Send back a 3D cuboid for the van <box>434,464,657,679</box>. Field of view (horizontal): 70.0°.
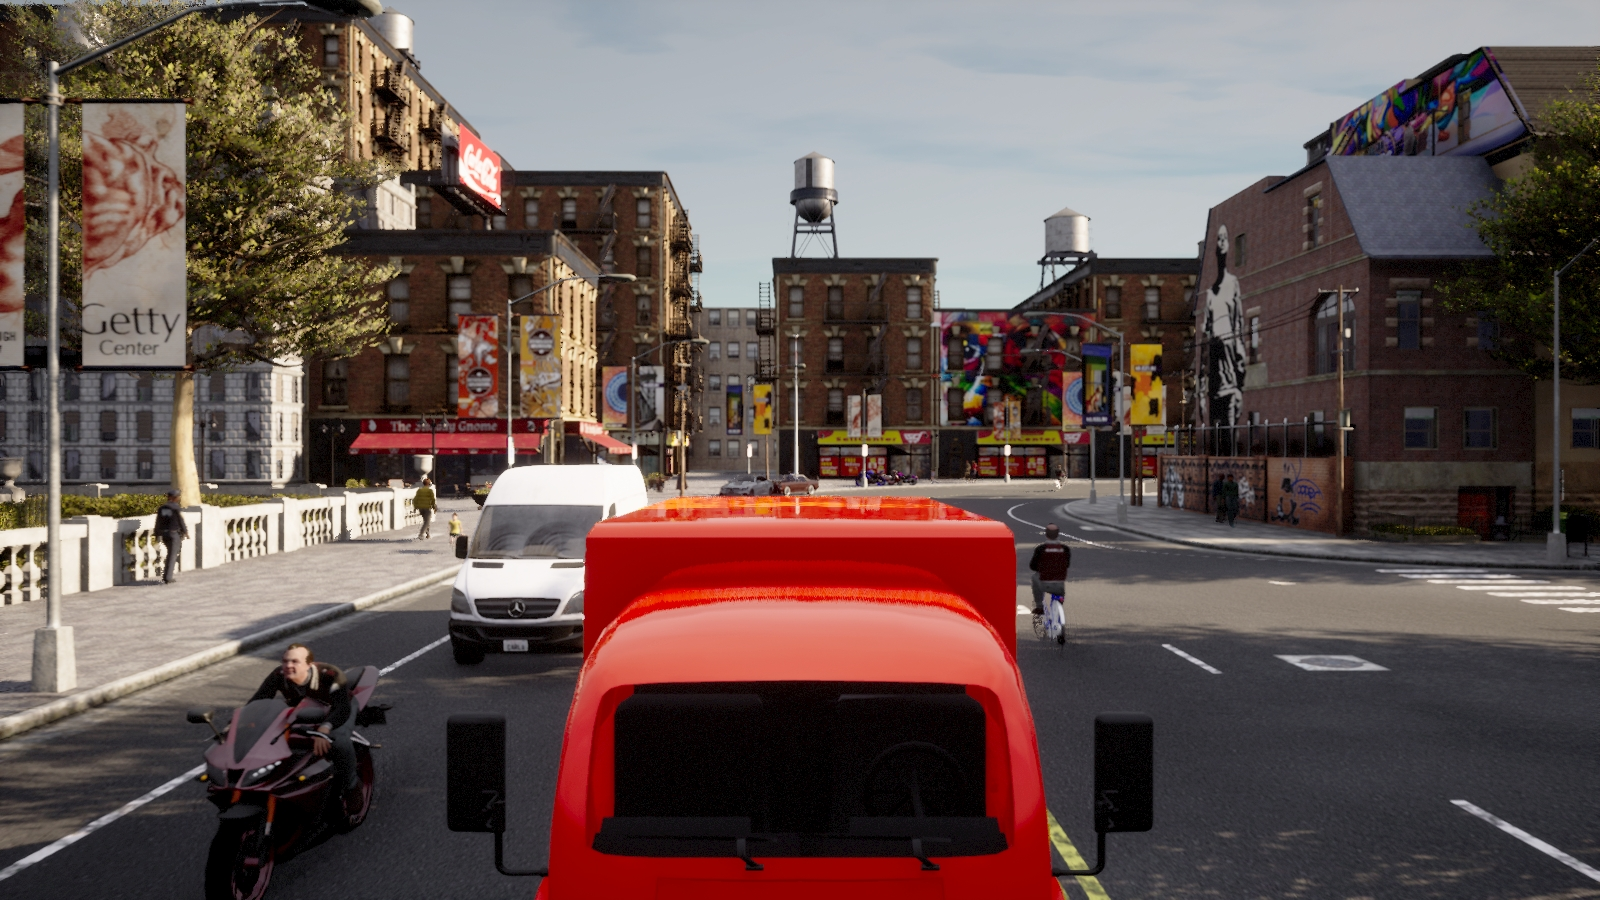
[{"bbox_3d":[-3.497,1.532,16.991,1.988,2.561,5.915,0,0,0],"label":"van"}]

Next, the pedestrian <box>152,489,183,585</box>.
[{"bbox_3d":[-12.369,1.693,22.347,0.375,1.860,0.375,0,0,8],"label":"pedestrian"}]

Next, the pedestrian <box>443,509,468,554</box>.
[{"bbox_3d":[-8.778,2.072,29.121,0.500,1.100,0.500,0,0,-5],"label":"pedestrian"}]

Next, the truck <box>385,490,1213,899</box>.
[{"bbox_3d":[-0.003,1.561,6.231,2.627,2.467,5.204,0,0,0],"label":"truck"}]

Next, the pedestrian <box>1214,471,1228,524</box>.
[{"bbox_3d":[15.010,1.690,40.747,0.375,1.860,0.375,0,0,-1],"label":"pedestrian"}]

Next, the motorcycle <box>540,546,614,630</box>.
[{"bbox_3d":[-3.601,2.211,18.604,0.803,1.145,2.033,0,0,0],"label":"motorcycle"}]

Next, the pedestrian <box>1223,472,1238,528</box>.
[{"bbox_3d":[14.598,1.690,38.743,0.375,1.860,0.375,0,0,-1],"label":"pedestrian"}]

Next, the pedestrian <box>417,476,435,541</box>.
[{"bbox_3d":[-10.816,1.692,33.031,0.375,1.860,0.375,0,0,11],"label":"pedestrian"}]

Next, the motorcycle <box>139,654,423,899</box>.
[{"bbox_3d":[-3.369,2.204,7.716,0.867,1.251,2.209,0,0,1],"label":"motorcycle"}]
